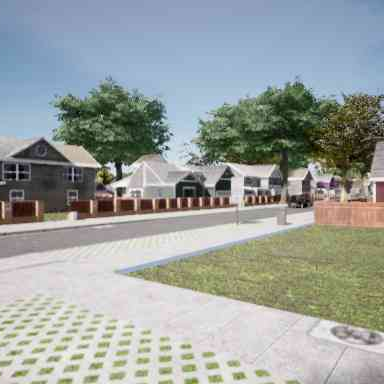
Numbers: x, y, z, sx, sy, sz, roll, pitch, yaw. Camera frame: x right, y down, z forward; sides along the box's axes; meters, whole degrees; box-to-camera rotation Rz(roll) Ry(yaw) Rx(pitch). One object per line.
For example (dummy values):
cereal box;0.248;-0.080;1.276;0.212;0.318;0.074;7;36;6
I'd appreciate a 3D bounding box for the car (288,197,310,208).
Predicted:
car;14.972;1.451;46.452;1.837;1.490;4.892;0;0;37
